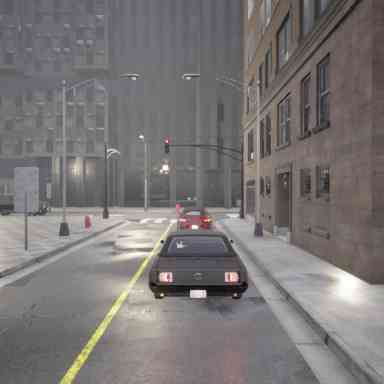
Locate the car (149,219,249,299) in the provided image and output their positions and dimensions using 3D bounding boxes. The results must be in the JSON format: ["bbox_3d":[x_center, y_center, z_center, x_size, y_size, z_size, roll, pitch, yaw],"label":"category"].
[{"bbox_3d":[0.121,1.601,8.382,1.895,1.301,4.718,0,0,0],"label":"car"}]

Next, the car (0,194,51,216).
[{"bbox_3d":[-15.815,1.199,30.135,5.566,2.045,2.150,0,0,0],"label":"car"}]

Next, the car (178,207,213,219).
[{"bbox_3d":[0.172,1.525,18.392,1.812,1.442,4.674,0,0,1],"label":"car"}]
